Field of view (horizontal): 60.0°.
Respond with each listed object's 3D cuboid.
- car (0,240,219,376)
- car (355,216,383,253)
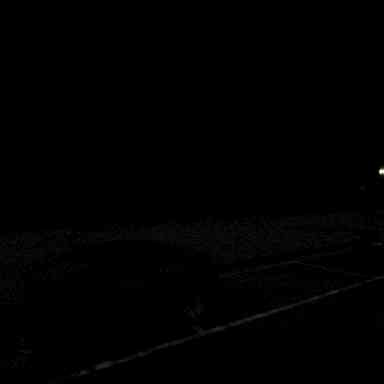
[{"bbox_3d":[-1.481,1.555,5.591,4.313,1.339,1.947,0,0,-36],"label":"car"},{"bbox_3d":[7.651,1.477,12.108,4.403,1.369,2.008,0,0,-36],"label":"car"}]
